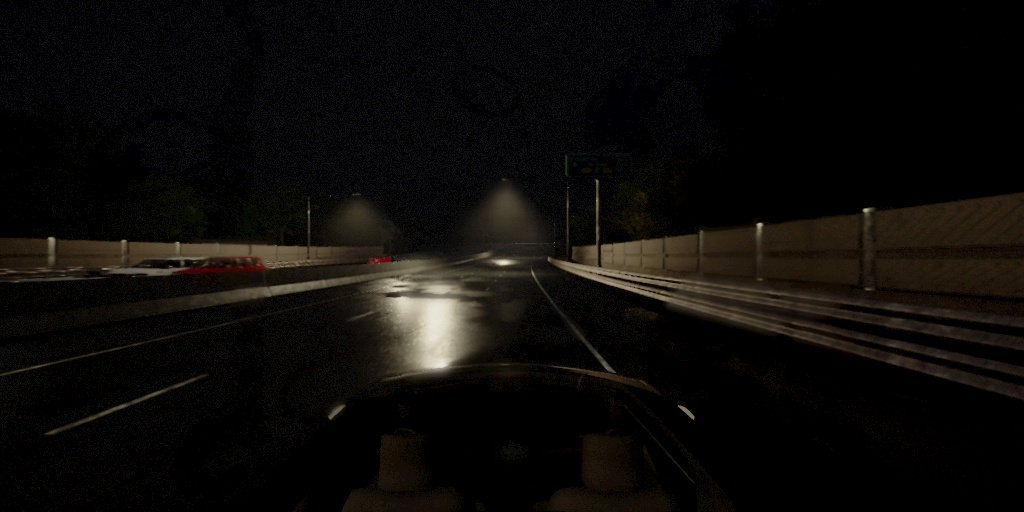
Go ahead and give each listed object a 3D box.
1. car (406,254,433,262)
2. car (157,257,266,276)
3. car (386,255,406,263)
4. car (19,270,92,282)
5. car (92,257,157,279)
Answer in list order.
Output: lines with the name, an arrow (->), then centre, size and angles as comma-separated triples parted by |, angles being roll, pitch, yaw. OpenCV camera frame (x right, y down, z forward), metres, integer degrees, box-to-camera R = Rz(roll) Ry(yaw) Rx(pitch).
car -> -15.978, 0.740, 62.109 | 2.150, 2.045, 5.566 | 0, 1, 3
car -> -17.422, 1.075, 21.605 | 2.150, 2.045, 5.566 | 0, 0, 1
car -> -19.471, 1.009, 62.361 | 2.128, 1.511, 4.902 | 0, 1, 3
car -> -24.440, 1.449, 20.568 | 1.895, 1.301, 4.718 | 0, 0, 1
car -> -20.922, 1.073, 21.698 | 2.150, 2.045, 5.566 | 0, 0, 1
